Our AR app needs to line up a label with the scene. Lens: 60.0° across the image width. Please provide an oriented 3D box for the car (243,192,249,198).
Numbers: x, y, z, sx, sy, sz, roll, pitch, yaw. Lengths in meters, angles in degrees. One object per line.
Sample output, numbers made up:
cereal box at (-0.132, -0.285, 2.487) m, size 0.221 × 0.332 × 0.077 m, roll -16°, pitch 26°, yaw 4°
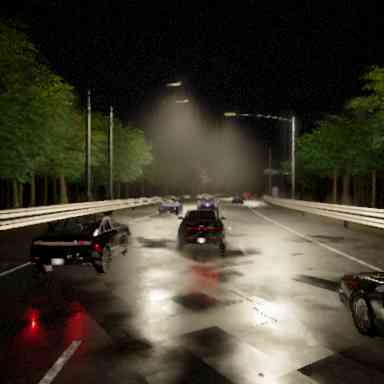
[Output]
car at (12.265, 1.446, 82.354) m, size 1.994 × 1.385 × 4.181 m, roll 0°, pitch 0°, yaw 12°

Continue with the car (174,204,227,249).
car at (0.427, 1.489, 14.408) m, size 1.837 × 1.490 × 4.892 m, roll 0°, pitch 0°, yaw 2°

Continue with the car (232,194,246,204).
car at (8.682, 1.488, 63.113) m, size 1.994 × 1.385 × 4.181 m, roll 0°, pitch 0°, yaw 9°

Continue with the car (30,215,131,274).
car at (-3.207, 1.475, 10.509) m, size 2.128 × 1.511 × 4.902 m, roll 0°, pitch 0°, yaw 1°

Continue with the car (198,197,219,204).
car at (1.654, 1.315, 33.980) m, size 2.097 × 1.767 × 4.553 m, roll 0°, pitch 0°, yaw 5°

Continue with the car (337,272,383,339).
car at (3.531, 1.548, 3.570) m, size 2.033 × 1.411 × 5.357 m, roll 0°, pitch 0°, yaw 1°

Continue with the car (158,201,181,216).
car at (-1.994, 1.560, 32.546) m, size 1.895 × 1.301 × 4.718 m, roll 0°, pitch 0°, yaw 5°
